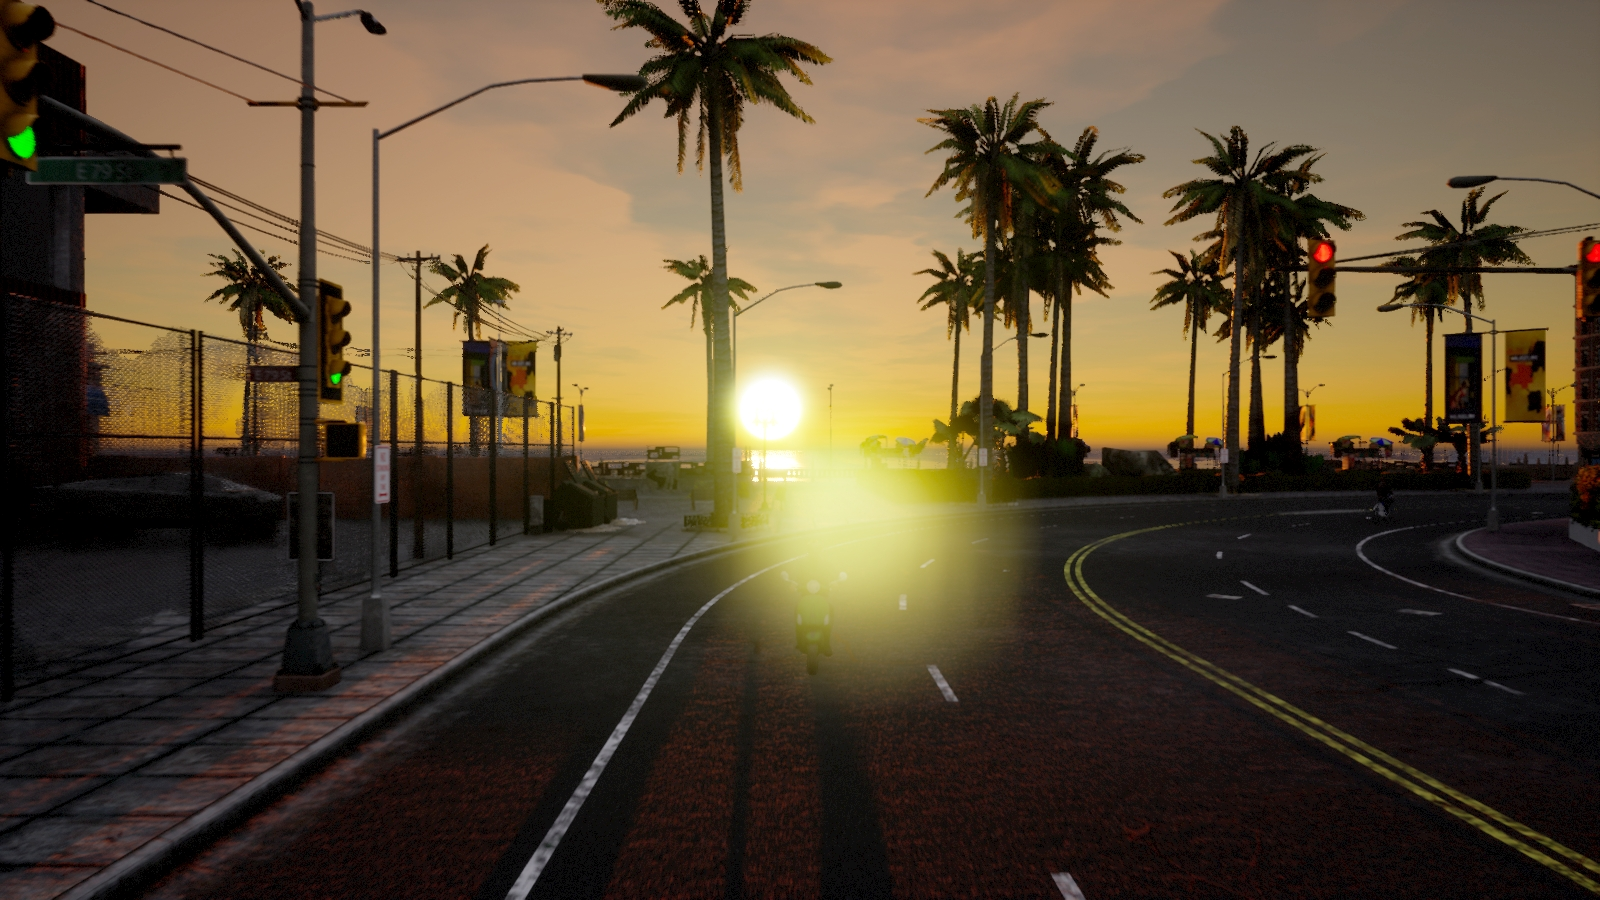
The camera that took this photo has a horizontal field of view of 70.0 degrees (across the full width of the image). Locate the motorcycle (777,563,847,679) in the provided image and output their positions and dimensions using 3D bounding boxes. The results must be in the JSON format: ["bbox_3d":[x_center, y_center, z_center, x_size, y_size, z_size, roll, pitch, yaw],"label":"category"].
[{"bbox_3d":[0.182,2.182,14.910,0.856,1.236,1.805,0,0,2],"label":"motorcycle"}]
